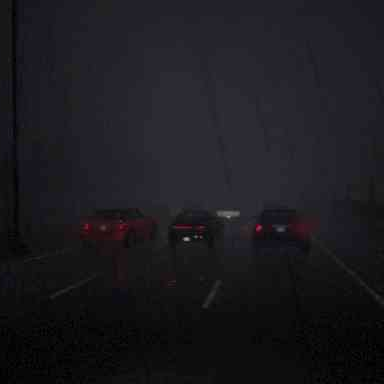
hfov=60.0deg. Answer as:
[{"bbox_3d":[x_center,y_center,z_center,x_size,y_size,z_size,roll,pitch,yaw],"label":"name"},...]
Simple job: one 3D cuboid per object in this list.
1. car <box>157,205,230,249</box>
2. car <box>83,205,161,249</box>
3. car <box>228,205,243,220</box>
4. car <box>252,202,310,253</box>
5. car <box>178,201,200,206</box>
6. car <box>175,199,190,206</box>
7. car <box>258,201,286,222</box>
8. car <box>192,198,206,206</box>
[{"bbox_3d":[0.298,1.597,15.124,2.128,1.511,4.902,-1,0,12],"label":"car"},{"bbox_3d":[-3.175,1.508,15.638,2.097,1.767,4.553,-1,-1,12],"label":"car"},{"bbox_3d":[3.474,1.763,29.522,1.895,1.301,4.718,-1,0,13],"label":"car"},{"bbox_3d":[3.675,1.400,14.196,2.097,1.767,4.553,-1,-1,12],"label":"car"},{"bbox_3d":[0.118,1.743,30.542,1.812,1.442,4.674,-1,0,13],"label":"car"},{"bbox_3d":[-1.938,2.119,69.472,1.895,1.301,4.718,-1,0,13],"label":"car"},{"bbox_3d":[6.930,1.601,28.941,2.128,1.511,4.902,-1,0,13],"label":"car"},{"bbox_3d":[1.484,1.994,68.750,1.812,1.442,4.674,-1,0,13],"label":"car"}]
